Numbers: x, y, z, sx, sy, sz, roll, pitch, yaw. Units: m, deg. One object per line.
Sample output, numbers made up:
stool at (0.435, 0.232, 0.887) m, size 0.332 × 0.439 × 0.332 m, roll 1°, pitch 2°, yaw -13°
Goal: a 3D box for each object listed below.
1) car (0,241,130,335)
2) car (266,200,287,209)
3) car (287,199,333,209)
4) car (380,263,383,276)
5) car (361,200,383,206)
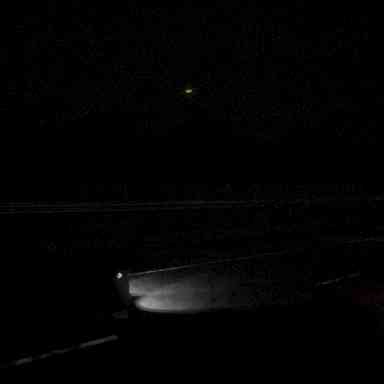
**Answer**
car at (-3.219, 1.565, 5.735) m, size 4.181 × 1.385 × 1.994 m, roll 0°, pitch 0°, yaw -35°
car at (10.307, 1.575, 36.666) m, size 5.008 × 1.535 × 1.882 m, roll 0°, pitch 0°, yaw -34°
car at (12.272, 1.579, 33.767) m, size 5.008 × 1.535 × 1.882 m, roll 0°, pitch 0°, yaw -34°
car at (7.034, 1.607, 8.699) m, size 5.357 × 1.411 × 2.033 m, roll 0°, pitch 0°, yaw -35°
car at (18.881, 1.574, 33.994) m, size 4.902 × 1.511 × 2.128 m, roll 0°, pitch 0°, yaw -34°
